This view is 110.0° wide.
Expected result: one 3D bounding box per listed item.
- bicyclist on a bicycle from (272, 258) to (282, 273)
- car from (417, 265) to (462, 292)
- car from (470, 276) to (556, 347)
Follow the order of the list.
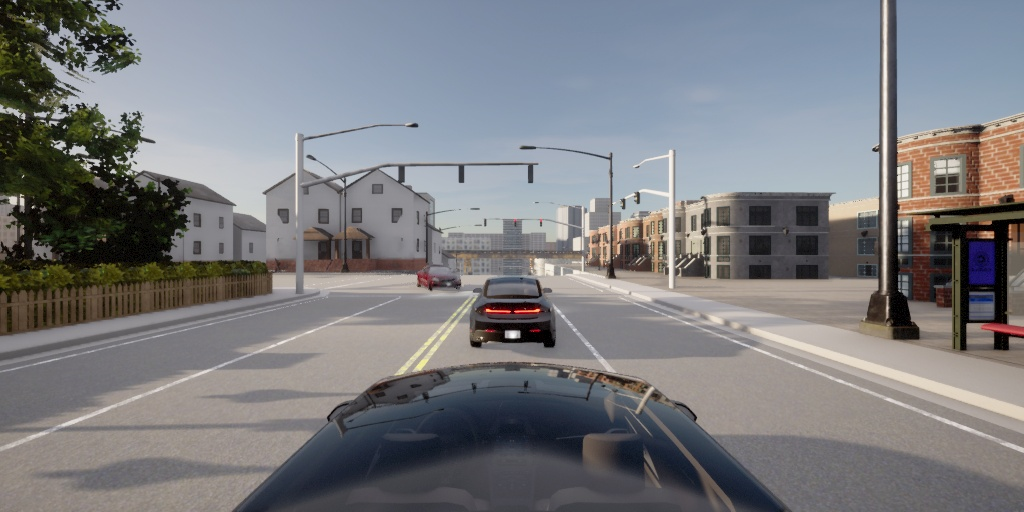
[{"bbox_3d":[-25.503,1.053,38.848,0.582,1.620,1.656,0,0,0],"label":"bicyclist on a bicycle"},{"bbox_3d":[-4.474,1.276,21.641,1.812,1.442,4.674,1,0,-27],"label":"car"},{"bbox_3d":[0.015,1.255,9.291,1.837,1.490,4.892,0,0,0],"label":"car"}]
